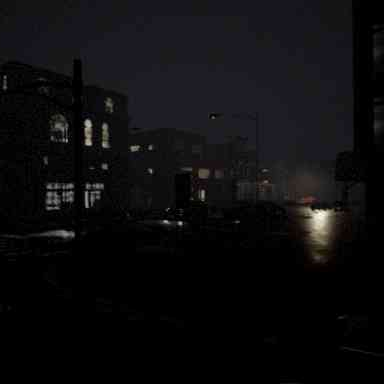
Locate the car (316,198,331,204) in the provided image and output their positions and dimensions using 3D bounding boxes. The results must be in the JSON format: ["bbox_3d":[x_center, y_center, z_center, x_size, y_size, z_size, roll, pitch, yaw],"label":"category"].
[{"bbox_3d":[29.884,2.058,75.454,1.947,1.339,4.313,-1,-1,36],"label":"car"}]

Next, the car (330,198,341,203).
[{"bbox_3d":[36.452,2.137,84.370,1.802,1.307,4.206,-1,-1,36],"label":"car"}]

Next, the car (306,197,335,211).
[{"bbox_3d":[17.031,1.769,43.873,1.752,1.417,4.829,-1,-1,36],"label":"car"}]

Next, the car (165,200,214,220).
[{"bbox_3d":[-0.370,1.536,30.008,2.097,1.767,4.553,-1,-1,37],"label":"car"}]

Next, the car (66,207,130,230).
[{"bbox_3d":[-6.154,1.701,22.149,1.994,1.385,4.181,-1,-1,36],"label":"car"}]

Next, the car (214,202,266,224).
[{"bbox_3d":[3.826,1.714,25.884,1.802,1.307,4.206,-1,-1,36],"label":"car"}]

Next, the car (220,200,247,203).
[{"bbox_3d":[5.477,1.759,37.928,1.812,1.442,4.674,-1,-1,36],"label":"car"}]

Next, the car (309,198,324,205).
[{"bbox_3d":[26.601,2.027,70.997,1.947,1.339,4.313,-1,-1,36],"label":"car"}]

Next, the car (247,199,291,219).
[{"bbox_3d":[7.079,1.600,30.363,1.967,1.590,4.097,-1,-1,36],"label":"car"}]

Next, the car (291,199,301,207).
[{"bbox_3d":[16.750,1.921,57.622,2.008,1.369,4.403,-1,-1,36],"label":"car"}]

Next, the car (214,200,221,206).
[{"bbox_3d":[3.614,1.696,39.790,1.967,1.590,4.097,-1,-1,36],"label":"car"}]

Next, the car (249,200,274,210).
[{"bbox_3d":[10.182,1.857,48.705,1.887,1.381,4.507,-1,-1,36],"label":"car"}]

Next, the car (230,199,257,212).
[{"bbox_3d":[6.898,1.724,44.249,1.967,1.590,4.097,-1,-1,36],"label":"car"}]

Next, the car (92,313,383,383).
[{"bbox_3d":[1.122,1.552,2.079,4.403,1.369,2.008,0,0,35],"label":"car"}]

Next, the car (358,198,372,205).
[{"bbox_3d":[36.633,1.989,70.484,1.947,1.339,4.313,-1,-1,36],"label":"car"}]

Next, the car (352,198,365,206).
[{"bbox_3d":[30.065,1.801,61.569,1.967,1.590,4.097,-1,-1,36],"label":"car"}]

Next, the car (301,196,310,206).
[{"bbox_3d":[19.933,1.925,61.943,1.752,1.417,4.829,-1,-1,36],"label":"car"}]

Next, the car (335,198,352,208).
[{"bbox_3d":[23.498,1.846,52.652,1.887,1.381,4.507,-1,-1,36],"label":"car"}]
